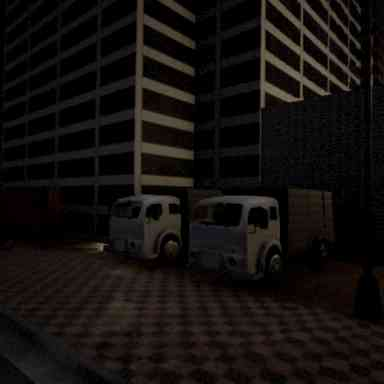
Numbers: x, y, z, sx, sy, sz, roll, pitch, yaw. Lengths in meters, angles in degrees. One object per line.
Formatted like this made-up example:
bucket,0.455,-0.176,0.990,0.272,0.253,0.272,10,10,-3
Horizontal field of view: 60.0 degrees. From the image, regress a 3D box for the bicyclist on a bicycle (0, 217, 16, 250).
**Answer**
bicyclist on a bicycle,-7.472,1.439,12.495,0.582,1.620,1.656,0,-1,42
